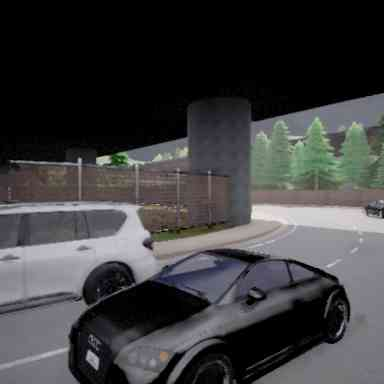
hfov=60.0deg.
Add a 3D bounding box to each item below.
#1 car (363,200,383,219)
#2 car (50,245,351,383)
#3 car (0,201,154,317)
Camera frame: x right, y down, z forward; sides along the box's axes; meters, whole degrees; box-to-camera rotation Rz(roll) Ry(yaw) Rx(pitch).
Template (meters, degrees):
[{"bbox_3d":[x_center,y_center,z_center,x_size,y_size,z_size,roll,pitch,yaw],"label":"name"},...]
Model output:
[{"bbox_3d":[16.755,1.482,29.129,1.837,1.490,4.892,1,0,3],"label":"car"},{"bbox_3d":[0.492,1.562,4.751,4.181,1.385,1.994,0,0,-40],"label":"car"},{"bbox_3d":[-3.320,1.223,5.990,5.566,2.045,2.150,0,0,-37],"label":"car"}]
